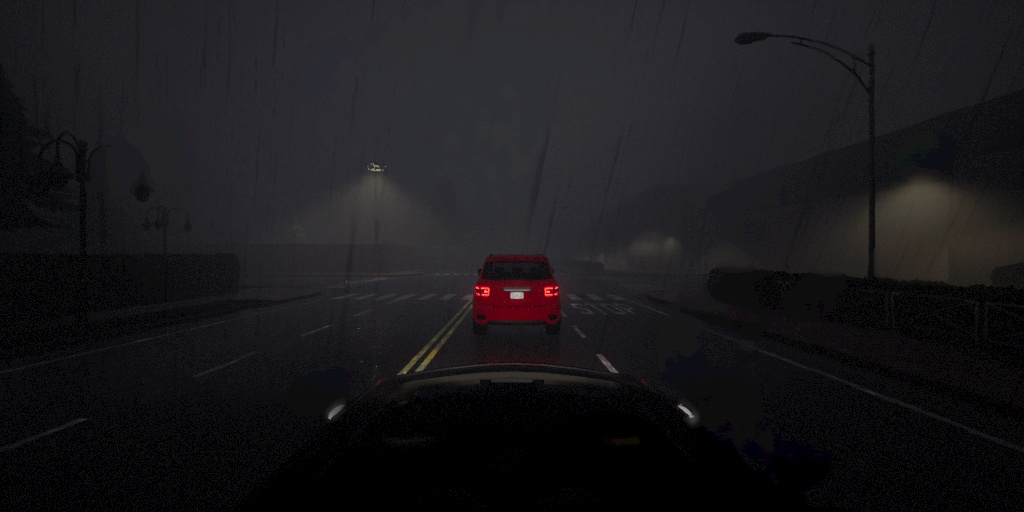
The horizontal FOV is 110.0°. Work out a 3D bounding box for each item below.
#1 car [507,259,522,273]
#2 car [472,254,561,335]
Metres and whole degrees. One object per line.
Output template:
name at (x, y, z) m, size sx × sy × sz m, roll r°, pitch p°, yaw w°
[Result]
car at (0.340, 1.228, 45.516) m, size 1.882 × 1.535 × 5.008 m, roll 0°, pitch 0°, yaw 1°
car at (0.118, 0.971, 10.658) m, size 2.150 × 2.045 × 5.566 m, roll 0°, pitch 0°, yaw 0°
